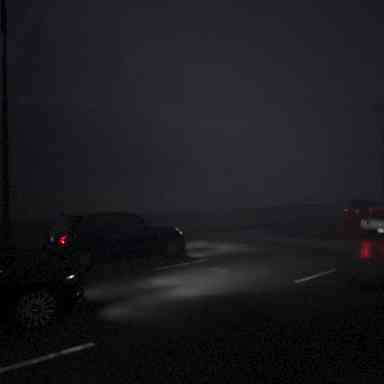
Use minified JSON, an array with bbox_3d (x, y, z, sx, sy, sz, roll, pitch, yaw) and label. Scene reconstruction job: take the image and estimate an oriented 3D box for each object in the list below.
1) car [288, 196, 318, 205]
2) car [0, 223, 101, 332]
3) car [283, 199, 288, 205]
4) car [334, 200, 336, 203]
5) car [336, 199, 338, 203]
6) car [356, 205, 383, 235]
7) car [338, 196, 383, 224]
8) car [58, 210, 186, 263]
[{"bbox_3d":[17.189,1.402,50.236,4.902,1.511,2.128,0,0,-40],"label":"car"},{"bbox_3d":[-4.257,1.536,5.274,4.902,1.511,2.128,0,0,-36],"label":"car"},{"bbox_3d":[16.929,1.409,54.568,4.902,1.511,2.128,0,0,-39],"label":"car"},{"bbox_3d":[23.654,1.361,51.064,4.892,1.490,1.837,0,0,-39],"label":"car"},{"bbox_3d":[21.856,1.466,45.020,4.718,1.301,1.895,0,0,-40],"label":"car"},{"bbox_3d":[10.651,1.531,17.166,4.718,1.301,1.895,0,0,-40],"label":"car"},{"bbox_3d":[12.546,1.273,23.319,4.553,1.767,2.097,0,0,-40],"label":"car"},{"bbox_3d":[-2.413,1.387,11.049,4.553,1.767,2.097,0,0,-38],"label":"car"}]
